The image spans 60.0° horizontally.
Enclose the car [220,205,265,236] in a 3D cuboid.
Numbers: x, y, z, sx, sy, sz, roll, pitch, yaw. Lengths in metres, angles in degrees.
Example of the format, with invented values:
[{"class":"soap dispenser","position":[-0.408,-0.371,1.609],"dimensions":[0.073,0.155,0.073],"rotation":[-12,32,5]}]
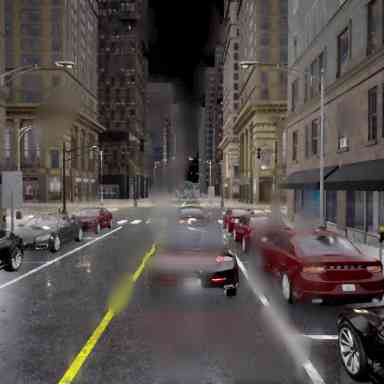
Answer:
[{"class":"car","position":[2.745,1.542,19.080],"dimensions":[1.887,1.381,4.507],"rotation":[-1,0,0]}]

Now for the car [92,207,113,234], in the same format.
[{"class":"car","position":[-5.780,1.542,19.076],"dimensions":[1.887,1.381,4.507],"rotation":[-1,0,0]}]

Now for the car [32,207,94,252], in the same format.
[{"class":"car","position":[-5.777,1.549,13.570],"dimensions":[2.008,1.369,4.403],"rotation":[-1,0,0]}]

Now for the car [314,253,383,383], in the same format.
[{"class":"car","position":[2.753,1.565,2.564],"dimensions":[1.947,1.339,4.313],"rotation":[-1,0,0]}]

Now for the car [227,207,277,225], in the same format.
[{"class":"car","position":[2.748,1.543,13.574],"dimensions":[1.887,1.381,4.507],"rotation":[-1,0,0]}]

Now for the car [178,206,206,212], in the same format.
[{"class":"car","position":[-0.006,1.502,17.701],"dimensions":[1.837,1.490,4.892],"rotation":[0,0,0]}]

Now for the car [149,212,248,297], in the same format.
[{"class":"car","position":[0.050,1.490,8.597],"dimensions":[2.128,1.511,4.902],"rotation":[0,0,0]}]

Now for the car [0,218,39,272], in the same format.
[{"class":"car","position":[-5.774,1.564,8.065],"dimensions":[1.947,1.339,4.313],"rotation":[-1,0,0]}]

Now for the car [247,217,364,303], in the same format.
[{"class":"car","position":[2.750,1.543,8.069],"dimensions":[1.887,1.381,4.507],"rotation":[-1,0,0]}]
